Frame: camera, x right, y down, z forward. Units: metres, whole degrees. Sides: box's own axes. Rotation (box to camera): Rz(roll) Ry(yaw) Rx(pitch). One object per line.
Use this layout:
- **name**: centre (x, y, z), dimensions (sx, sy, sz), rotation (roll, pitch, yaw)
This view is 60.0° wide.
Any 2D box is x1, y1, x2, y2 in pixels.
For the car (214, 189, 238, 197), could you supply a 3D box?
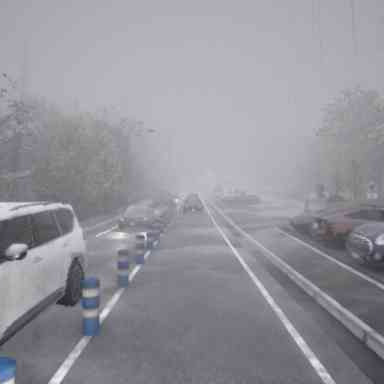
- **car**: centre (7.019, 0.194, 69.620), dimensions (4.892, 1.521, 2.231), rotation (0, 2, 0)

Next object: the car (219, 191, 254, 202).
- **car**: centre (7.067, 0.709, 52.982), dimensions (5.366, 1.575, 1.946), rotation (0, 2, 0)

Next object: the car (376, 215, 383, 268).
- **car**: centre (6.732, 1.364, 6.493), dimensions (5.008, 1.535, 2.097), rotation (0, 1, 1)

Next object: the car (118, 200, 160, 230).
- **car**: centre (-3.345, 1.506, 21.052), dimensions (1.812, 1.442, 4.674), rotation (0, 1, 0)

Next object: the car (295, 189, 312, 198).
- **car**: centre (19.775, 0.705, 52.853), dimensions (5.366, 1.575, 1.946), rotation (0, 2, 1)

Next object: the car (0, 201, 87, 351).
- **car**: centre (-3.345, 1.217, 5.084), dimensions (2.150, 2.045, 5.566), rotation (0, 0, 0)

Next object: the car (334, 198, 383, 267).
- **car**: centre (6.795, 1.176, 9.268), dimensions (4.553, 1.767, 2.185), rotation (0, 1, 1)

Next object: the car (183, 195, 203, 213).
- **car**: centre (0.106, 1.314, 33.021), dimensions (1.895, 1.301, 4.718), rotation (0, 2, 0)

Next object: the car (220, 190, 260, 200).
- **car**: centre (6.839, 0.892, 47.434), dimensions (5.008, 1.535, 2.097), rotation (0, 2, 0)

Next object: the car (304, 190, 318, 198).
- **car**: centre (19.934, 0.837, 50.084), dimensions (4.674, 1.452, 2.002), rotation (0, 2, 1)

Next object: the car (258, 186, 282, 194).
- **car**: centre (20.219, -0.465, 86.063), dimensions (5.566, 2.045, 2.435), rotation (0, 1, 0)

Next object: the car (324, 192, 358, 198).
- **car**: centre (19.861, 1.062, 41.901), dimensions (5.008, 1.535, 2.097), rotation (0, 2, 0)

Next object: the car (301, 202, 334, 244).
- **car**: centre (6.820, 1.262, 12.057), dimensions (4.792, 1.488, 2.163), rotation (0, 1, 1)

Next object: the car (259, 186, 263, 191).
- **car**: centre (20.195, -0.400, 83.294), dimensions (5.566, 2.045, 2.435), rotation (0, 1, 0)

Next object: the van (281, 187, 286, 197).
- **van**: centre (20.174, 0.121, 64.041), dimensions (4.442, 1.987, 1.878), rotation (0, 2, 0)

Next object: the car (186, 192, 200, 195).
- **car**: centre (0.118, 0.694, 51.451), dimensions (2.128, 1.511, 4.902), rotation (0, 2, 0)

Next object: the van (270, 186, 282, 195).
- **van**: centre (20.019, -0.108, 72.203), dimensions (4.442, 1.987, 1.878), rotation (0, 1, 0)

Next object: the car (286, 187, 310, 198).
- **car**: centre (20.037, 0.277, 58.380), dimensions (5.566, 2.045, 2.435), rotation (0, 2, 0)

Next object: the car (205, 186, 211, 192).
- **car**: centre (7.007, -0.279, 89.050), dimensions (5.366, 1.575, 1.946), rotation (0, 1, 0)

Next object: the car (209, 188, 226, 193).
- **car**: centre (7.234, -0.407, 94.599), dimensions (4.892, 1.521, 2.231), rotation (0, 1, 0)

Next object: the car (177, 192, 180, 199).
- **car**: centre (-3.216, 0.577, 59.521), dimensions (1.994, 1.385, 4.181), rotation (0, 2, 0)

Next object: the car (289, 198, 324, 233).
- **car**: centre (6.787, 1.193, 14.840), dimensions (4.792, 1.488, 2.163), rotation (0, 1, 1)

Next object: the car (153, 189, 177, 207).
- **car**: centre (-3.335, 0.754, 39.470), dimensions (2.150, 2.045, 5.566), rotation (0, 2, 0)

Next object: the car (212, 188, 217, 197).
- **car**: centre (6.744, 0.530, 58.534), dimensions (5.366, 1.575, 1.946), rotation (0, 2, 0)

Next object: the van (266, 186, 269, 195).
- **van**: centre (20.292, -0.243, 77.755), dimensions (4.442, 1.987, 1.878), rotation (0, 1, 1)

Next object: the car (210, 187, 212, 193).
- **car**: centre (7.102, 0.082, 75.171), dimensions (4.792, 1.488, 2.163), rotation (0, 1, 1)

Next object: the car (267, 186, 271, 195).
- **car**: centre (20.157, 0.048, 74.992), dimensions (5.008, 1.535, 2.097), rotation (0, 1, 1)

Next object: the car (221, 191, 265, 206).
- **car**: centre (6.781, 1.012, 44.661), dimensions (4.792, 1.488, 2.163), rotation (0, 2, 0)

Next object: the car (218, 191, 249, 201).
- **car**: centre (6.912, 0.624, 55.758), dimensions (4.892, 1.521, 2.231), rotation (0, 2, 0)

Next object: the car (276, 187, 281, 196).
- **car**: centre (20.110, 0.293, 66.819), dimensions (4.792, 1.488, 2.163), rotation (0, 2, 1)

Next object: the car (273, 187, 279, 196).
- **car**: centre (20.133, 0.218, 69.457), dimensions (4.792, 1.488, 2.163), rotation (0, 1, 1)

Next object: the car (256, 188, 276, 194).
- **car**: centre (20.289, -0.346, 91.608), dimensions (5.008, 1.535, 2.097), rotation (0, 1, 1)

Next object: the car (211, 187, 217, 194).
- **car**: centre (6.793, 0.348, 64.204), dimensions (5.366, 1.575, 1.946), rotation (0, 2, 0)

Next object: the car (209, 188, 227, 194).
- **car**: centre (7.222, -0.341, 91.823), dimensions (4.892, 1.521, 2.231), rotation (0, 1, 0)

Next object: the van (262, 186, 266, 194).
- **van**: centre (20.082, -0.308, 80.526), dimensions (4.442, 1.987, 1.878), rotation (0, 1, 1)

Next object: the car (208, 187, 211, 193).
- **car**: centre (7.115, -0.115, 83.498), dimensions (4.792, 1.488, 2.163), rotation (0, 1, 0)

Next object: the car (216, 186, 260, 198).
- **car**: centre (6.886, 0.551, 50.200), dimensions (5.566, 2.045, 2.435), rotation (0, 2, 0)

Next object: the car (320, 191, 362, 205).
- **car**: centre (19.922, 0.847, 44.666), dimensions (4.553, 1.767, 2.185), rotation (0, 2, 0)
